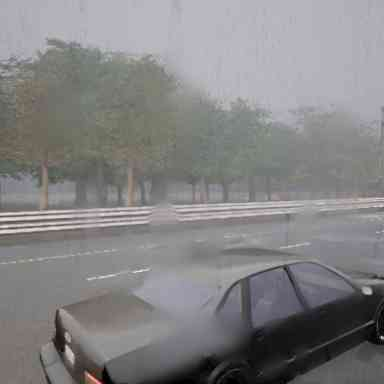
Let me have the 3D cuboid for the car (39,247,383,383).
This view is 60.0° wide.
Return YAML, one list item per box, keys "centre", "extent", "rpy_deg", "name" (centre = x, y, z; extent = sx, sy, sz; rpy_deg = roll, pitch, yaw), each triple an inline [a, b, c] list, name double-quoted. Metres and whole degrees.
- centre: [0.921, 1.514, 4.527]
  extent: [5.357, 1.411, 2.033]
  rpy_deg: [-1, 0, -35]
  name: "car"
